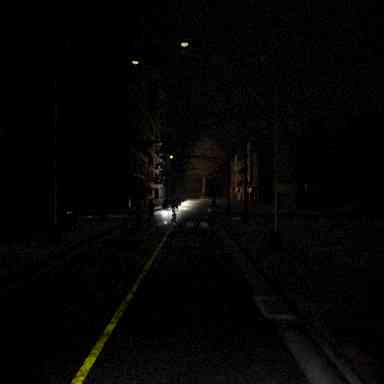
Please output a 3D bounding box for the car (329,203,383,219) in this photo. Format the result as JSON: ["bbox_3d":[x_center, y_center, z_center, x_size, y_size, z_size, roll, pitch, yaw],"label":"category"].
[{"bbox_3d":[14.000,1.575,27.697,4.829,1.417,1.752,0,-1,0],"label":"car"}]

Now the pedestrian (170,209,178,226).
[{"bbox_3d":[-1.144,1.660,21.581,0.500,1.100,0.500,0,0,0],"label":"pedestrian"}]

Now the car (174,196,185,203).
[{"bbox_3d":[-2.495,1.473,67.983,1.994,1.385,4.181,0,0,0],"label":"car"}]

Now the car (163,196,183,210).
[{"bbox_3d":[-2.677,1.440,42.649,2.128,1.511,4.902,0,0,0],"label":"car"}]

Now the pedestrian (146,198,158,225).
[{"bbox_3d":[-2.669,1.279,22.193,0.375,1.860,0.375,0,0,0],"label":"pedestrian"}]

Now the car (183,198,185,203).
[{"bbox_3d":[-2.634,1.530,53.307,1.895,1.301,4.718,0,0,0],"label":"car"}]

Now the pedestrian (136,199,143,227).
[{"bbox_3d":[-3.366,1.280,20.991,0.375,1.860,0.375,0,0,0],"label":"pedestrian"}]
